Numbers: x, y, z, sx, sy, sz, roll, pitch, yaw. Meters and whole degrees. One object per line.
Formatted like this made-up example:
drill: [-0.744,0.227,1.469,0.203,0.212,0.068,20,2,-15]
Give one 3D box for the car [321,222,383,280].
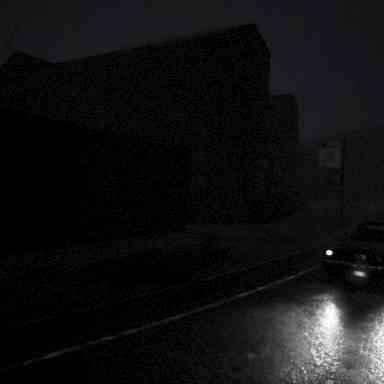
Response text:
car: [5.322,1.564,9.334,1.895,1.301,4.718,1,1,41]
